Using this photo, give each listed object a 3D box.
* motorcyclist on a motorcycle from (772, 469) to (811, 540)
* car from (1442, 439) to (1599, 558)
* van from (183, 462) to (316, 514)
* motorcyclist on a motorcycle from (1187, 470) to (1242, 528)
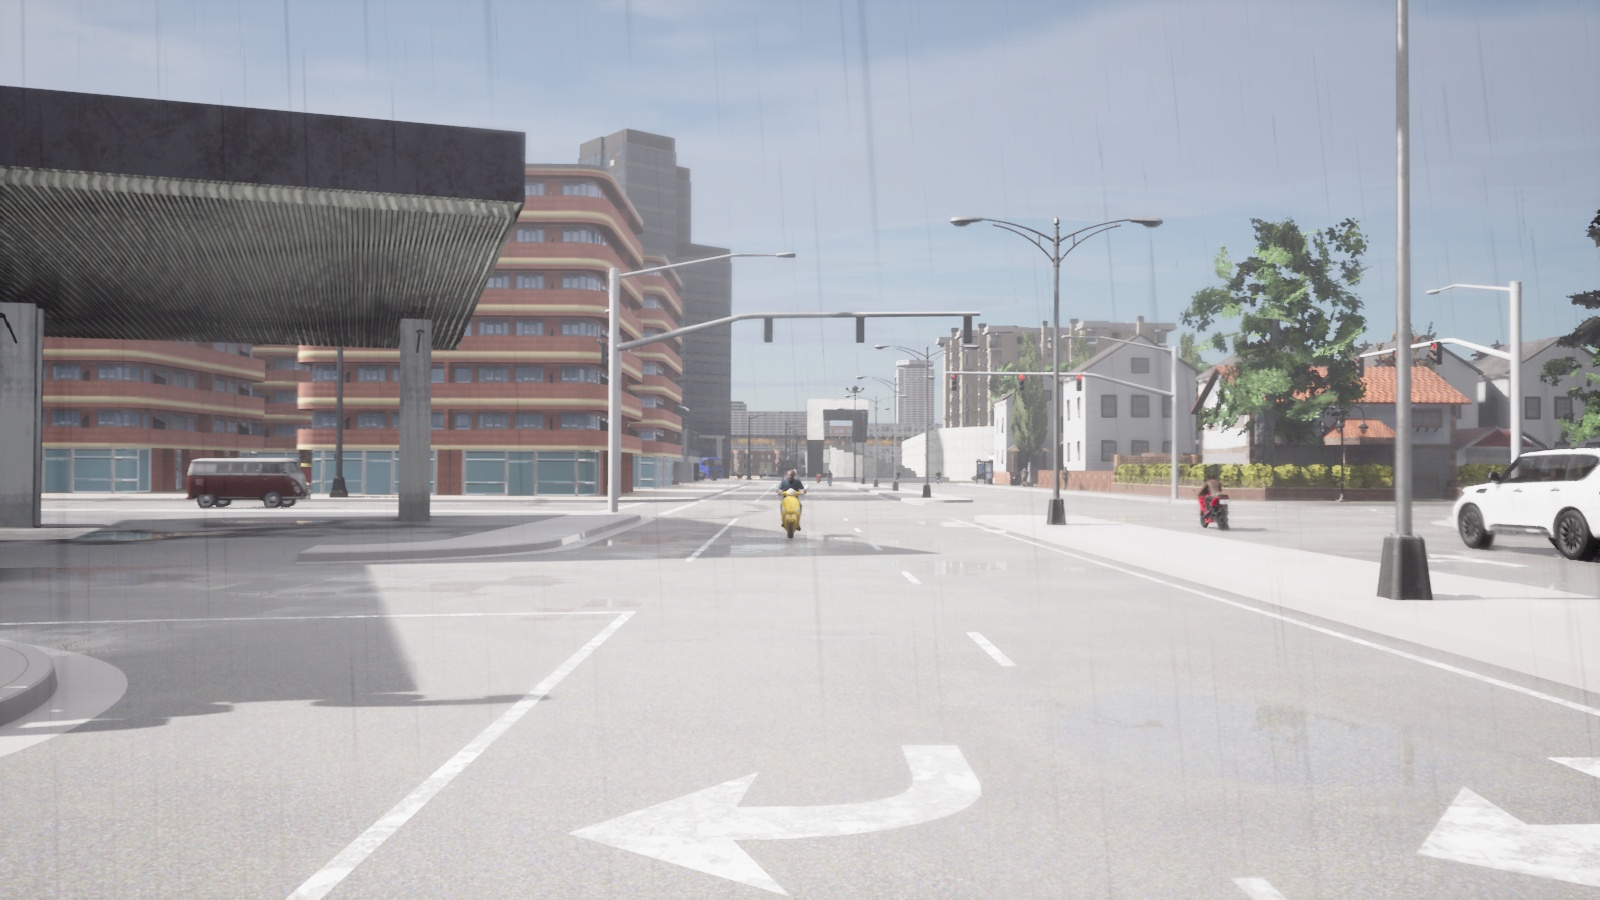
[{"bbox_3d":[-0.203,1.253,29.413,0.866,1.590,1.817,0,-1,0],"label":"motorcyclist on a motorcycle"},{"bbox_3d":[14.853,0.870,24.102,2.150,2.045,5.566,0,-1,-1],"label":"car"},{"bbox_3d":[-21.675,1.471,49.536,4.442,1.987,1.775,0,-1,-1],"label":"van"},{"bbox_3d":[11.264,1.315,34.205,0.797,1.523,2.044,0,-1,0],"label":"motorcyclist on a motorcycle"}]
